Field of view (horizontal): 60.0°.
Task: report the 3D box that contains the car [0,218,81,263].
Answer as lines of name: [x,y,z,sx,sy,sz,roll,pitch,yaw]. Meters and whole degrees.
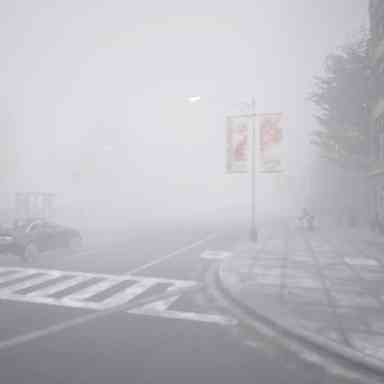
car: [-6.297,1.790,13.345,2.128,1.511,4.902,0,-2,11]

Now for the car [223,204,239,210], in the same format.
car: [9.434,3.528,79.933,1.812,1.442,4.674,-1,-2,35]

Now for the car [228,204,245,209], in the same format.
car: [11.806,3.804,87.816,4.718,1.301,1.895,2,-2,-43]

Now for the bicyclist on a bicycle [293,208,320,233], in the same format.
bicyclist on a bicycle: [7.529,1.881,21.901,1.656,1.620,0.582,0,-2,17]

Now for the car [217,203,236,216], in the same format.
car: [5.012,2.794,50.683,1.812,1.442,4.674,0,-1,17]

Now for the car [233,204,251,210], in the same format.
car: [11.668,3.485,77.009,2.033,1.411,5.357,-1,-2,32]

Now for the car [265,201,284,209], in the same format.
car: [22.472,3.768,88.521,4.902,1.511,2.128,1,-2,-40]

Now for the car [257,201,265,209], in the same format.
car: [20.350,3.518,91.309,5.566,2.045,2.150,1,-2,-40]

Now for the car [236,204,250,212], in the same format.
car: [9.710,3.122,65.109,1.882,1.535,5.008,0,-1,20]
